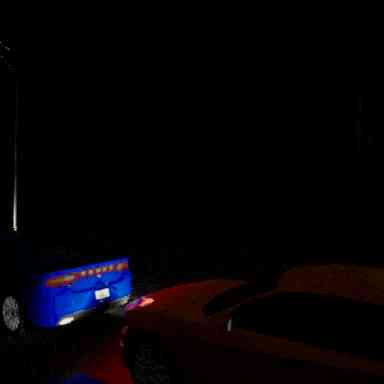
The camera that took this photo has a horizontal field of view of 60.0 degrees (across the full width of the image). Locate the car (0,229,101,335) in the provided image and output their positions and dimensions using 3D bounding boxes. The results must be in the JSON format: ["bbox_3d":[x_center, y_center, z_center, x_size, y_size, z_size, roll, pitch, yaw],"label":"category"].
[{"bbox_3d":[-3.465,1.509,6.858,5.008,1.535,1.882,0,0,36],"label":"car"}]

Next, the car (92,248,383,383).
[{"bbox_3d":[1.402,1.501,3.348,5.008,1.535,1.882,0,0,36],"label":"car"}]
